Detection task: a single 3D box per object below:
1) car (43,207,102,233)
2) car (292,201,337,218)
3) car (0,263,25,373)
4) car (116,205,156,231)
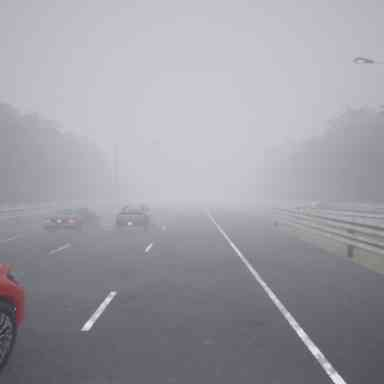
[{"bbox_3d":[-6.909,1.583,19.826,2.033,1.411,5.357,0,0,0],"label":"car"},{"bbox_3d":[10.452,1.577,28.934,1.801,1.575,5.366,0,0,-12],"label":"car"},{"bbox_3d":[-3.402,1.226,2.274,2.150,2.045,5.566,0,0,0],"label":"car"},{"bbox_3d":[-3.409,1.528,20.691,2.128,1.511,4.902,0,0,0],"label":"car"}]
